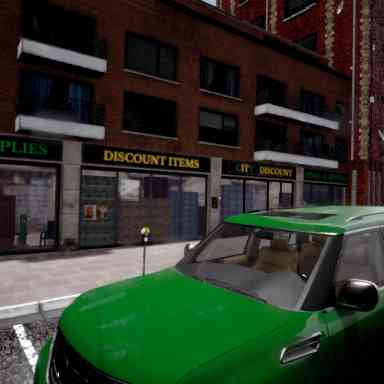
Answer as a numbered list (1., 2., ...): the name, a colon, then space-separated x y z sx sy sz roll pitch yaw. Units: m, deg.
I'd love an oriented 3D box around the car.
1. car: 1.269 1.224 3.849 5.566 2.045 2.150 0 0 -35
